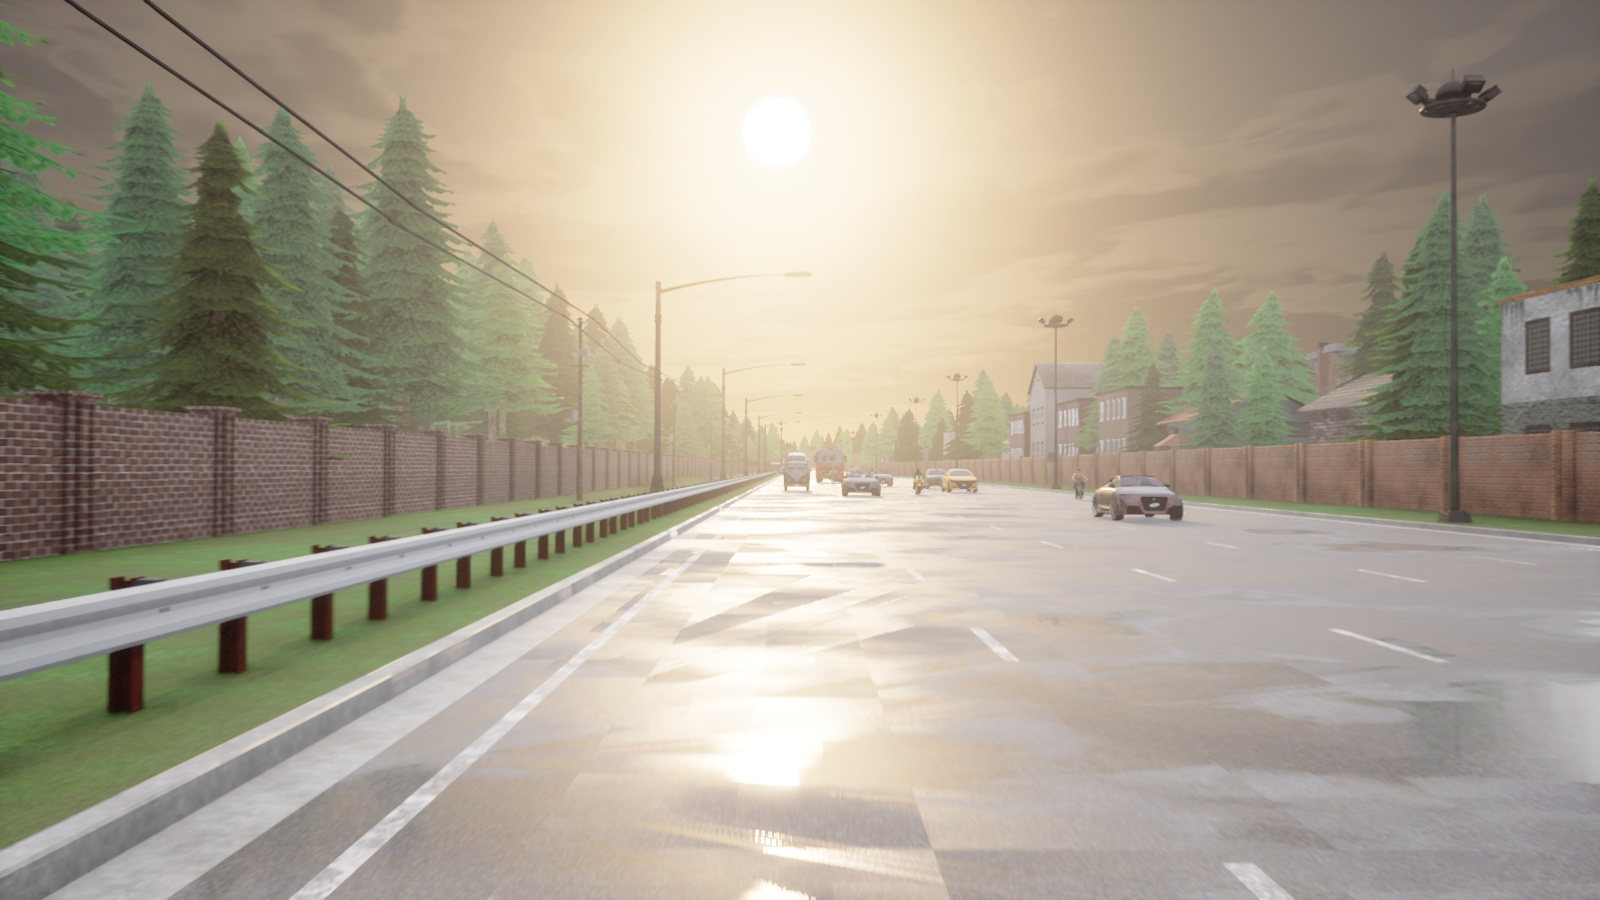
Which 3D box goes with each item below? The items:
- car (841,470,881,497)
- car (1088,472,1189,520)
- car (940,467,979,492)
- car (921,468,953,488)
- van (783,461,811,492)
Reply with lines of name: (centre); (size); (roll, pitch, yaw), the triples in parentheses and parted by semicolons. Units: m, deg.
car: (3.336, 1.829, 69.027); (1.994, 1.385, 4.181); (0, -1, 0)
car: (10.408, 1.379, 38.939); (1.994, 1.385, 4.181); (0, -1, 0)
car: (10.306, 1.887, 81.268); (1.882, 1.535, 5.008); (0, -1, 0)
car: (10.275, 2.098, 94.345); (1.837, 1.490, 4.892); (0, -1, 0)
van: (-0.201, 1.741, 83.910); (1.775, 1.987, 4.442); (0, -1, 0)
